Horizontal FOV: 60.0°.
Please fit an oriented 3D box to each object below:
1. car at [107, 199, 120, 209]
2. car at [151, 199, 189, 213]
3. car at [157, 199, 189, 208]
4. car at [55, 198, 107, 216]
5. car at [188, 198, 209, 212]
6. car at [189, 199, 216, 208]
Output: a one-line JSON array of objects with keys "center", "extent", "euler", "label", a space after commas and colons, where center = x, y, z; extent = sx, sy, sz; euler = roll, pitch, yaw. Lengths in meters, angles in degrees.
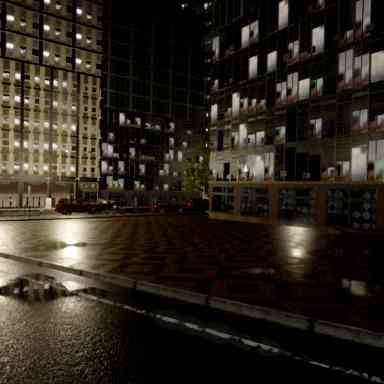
[{"center": [-12.283, 1.722, 46.546], "extent": [4.403, 1.369, 2.008], "euler": [1, 1, -34], "label": "car"}, {"center": [-3.163, 1.967, 43.229], "extent": [4.507, 1.381, 1.887], "euler": [1, 1, -34], "label": "car"}, {"center": [-3.055, 1.787, 52.837], "extent": [4.829, 1.417, 1.752], "euler": [1, 1, -34], "label": "car"}, {"center": [-12.525, 1.647, 36.839], "extent": [5.009, 1.841, 2.192], "euler": [1, 1, -34], "label": "car"}, {"center": [1.526, 1.783, 46.419], "extent": [5.009, 1.841, 2.192], "euler": [1, 1, -34], "label": "car"}, {"center": [1.768, 1.874, 56.127], "extent": [4.313, 1.339, 1.947], "euler": [1, 1, -34], "label": "car"}]
